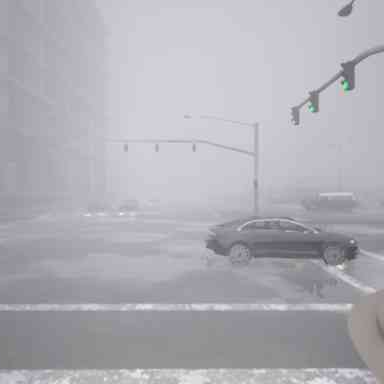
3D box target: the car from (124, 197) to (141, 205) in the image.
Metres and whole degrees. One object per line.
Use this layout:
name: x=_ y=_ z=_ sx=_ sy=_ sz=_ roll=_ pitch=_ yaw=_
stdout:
car: x=-10.685 y=1.568 z=59.749 sx=2.033 sy=1.411 sz=5.357 roll=0 pitch=0 yaw=1

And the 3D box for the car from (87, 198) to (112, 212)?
car: x=-10.787 y=1.491 z=39.048 sx=1.882 sy=1.535 sz=5.008 roll=0 pitch=0 yaw=0

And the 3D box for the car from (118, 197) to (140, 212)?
car: x=-7.287 y=1.561 z=39.058 sx=2.033 sy=1.411 sz=5.357 roll=0 pitch=0 yaw=0

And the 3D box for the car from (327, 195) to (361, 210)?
car: x=21.631 y=1.467 z=46.906 sx=3.806 sy=1.475 sz=1.970 roll=0 pitch=0 yaw=1

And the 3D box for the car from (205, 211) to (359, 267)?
car: x=2.864 y=1.528 z=11.000 sx=4.902 sy=1.511 sz=2.128 roll=0 pitch=0 yaw=0

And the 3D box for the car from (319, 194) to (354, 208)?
car: x=21.661 y=1.436 z=49.801 sx=3.905 sy=1.438 sz=1.784 roll=0 pitch=0 yaw=1

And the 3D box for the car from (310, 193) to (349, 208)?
car: x=21.638 y=1.226 z=52.485 sx=4.605 sy=1.855 sz=1.932 roll=0 pitch=0 yaw=1

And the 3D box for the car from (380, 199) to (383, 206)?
car: x=36.850 y=1.440 z=60.776 sx=3.905 sy=1.438 sz=1.784 roll=0 pitch=0 yaw=1

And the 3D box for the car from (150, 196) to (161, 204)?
car: x=-7.135 y=1.570 z=65.455 sx=2.033 sy=1.411 sz=5.357 roll=0 pitch=0 yaw=1
